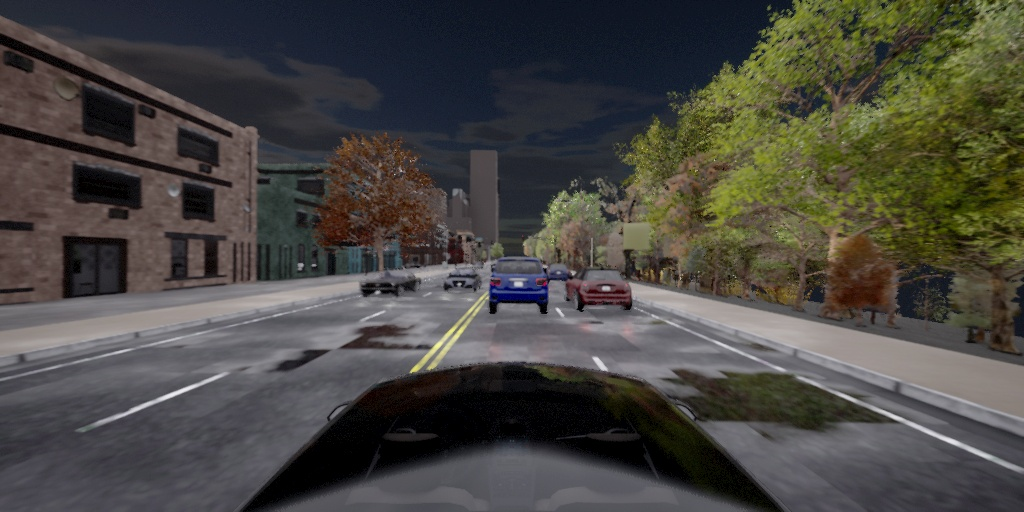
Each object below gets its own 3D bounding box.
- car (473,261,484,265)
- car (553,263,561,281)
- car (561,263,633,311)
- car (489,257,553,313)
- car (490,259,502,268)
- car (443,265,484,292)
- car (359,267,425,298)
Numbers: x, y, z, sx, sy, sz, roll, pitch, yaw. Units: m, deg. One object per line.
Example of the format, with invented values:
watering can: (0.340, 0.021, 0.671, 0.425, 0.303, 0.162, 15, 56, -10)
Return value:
car: (-6.064, 1.707, 64.485, 2.128, 1.511, 4.902, 0, 0, 0)
car: (3.722, 1.361, 30.568, 2.097, 1.767, 4.553, 0, 0, 1)
car: (3.536, 1.239, 15.418, 2.097, 1.767, 4.553, 0, 0, 1)
car: (0.276, 1.076, 14.786, 2.150, 2.045, 5.566, 0, -1, 1)
car: (-2.811, 1.360, 64.483, 1.882, 1.535, 5.008, 0, 0, 0)
car: (-3.034, 1.456, 22.713, 1.994, 1.385, 4.181, 0, 0, 1)
car: (-6.328, 1.438, 19.168, 1.895, 1.301, 4.718, 0, 0, 1)
